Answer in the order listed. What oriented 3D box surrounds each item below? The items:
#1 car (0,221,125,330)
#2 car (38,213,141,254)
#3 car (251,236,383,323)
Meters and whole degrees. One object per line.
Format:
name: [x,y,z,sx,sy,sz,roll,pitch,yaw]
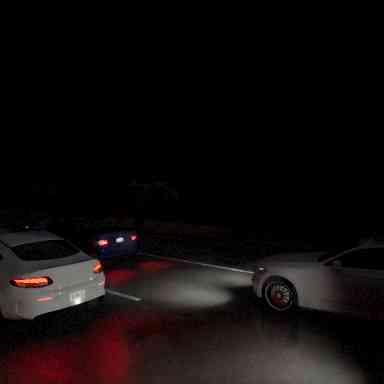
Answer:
car: [-3.696,1.455,6.663,4.674,1.442,1.812,1,1,36]
car: [-4.168,1.430,11.322,5.357,1.411,2.033,1,1,36]
car: [3.356,1.525,5.898,4.674,1.442,1.812,0,0,36]
